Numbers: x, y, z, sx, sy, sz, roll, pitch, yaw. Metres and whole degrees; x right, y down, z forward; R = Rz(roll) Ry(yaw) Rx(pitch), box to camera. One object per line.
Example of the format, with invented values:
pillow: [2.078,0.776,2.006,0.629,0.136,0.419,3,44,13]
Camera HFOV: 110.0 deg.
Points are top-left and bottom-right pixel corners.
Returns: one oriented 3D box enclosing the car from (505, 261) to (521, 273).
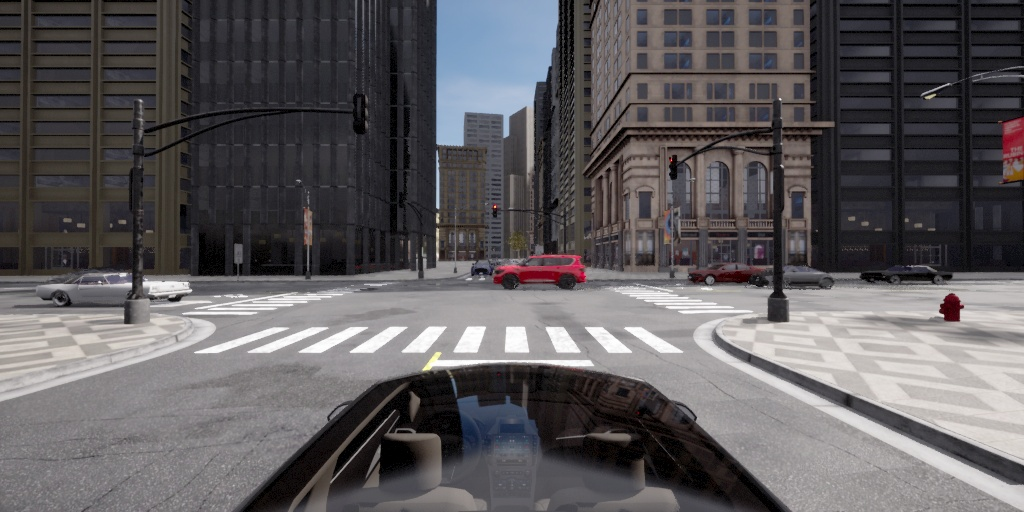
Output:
car: [0.125,1.362,47.135,2.033,1.411,5.357,0,0,0]

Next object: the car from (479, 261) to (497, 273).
car: [-3.070,1.377,46.370,1.994,1.385,4.181,0,0,0]

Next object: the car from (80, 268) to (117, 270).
car: [-25.269,1.414,21.652,4.181,1.385,1.994,0,0,0]

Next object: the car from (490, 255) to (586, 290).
car: [1.663,0.970,21.687,5.566,2.045,2.150,0,0,0]

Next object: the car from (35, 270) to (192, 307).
car: [-16.379,1.366,14.963,4.718,1.301,1.895,0,0,0]

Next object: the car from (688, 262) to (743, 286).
car: [14.899,1.215,24.955,5.008,1.535,1.882,0,0,0]

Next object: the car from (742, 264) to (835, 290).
car: [16.839,1.272,21.702,4.181,1.385,1.994,0,0,0]

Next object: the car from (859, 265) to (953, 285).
car: [27.284,1.308,24.964,4.718,1.301,1.895,0,0,1]

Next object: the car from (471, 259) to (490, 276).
car: [-3.058,1.145,37.598,2.097,1.767,4.553,0,0,0]
